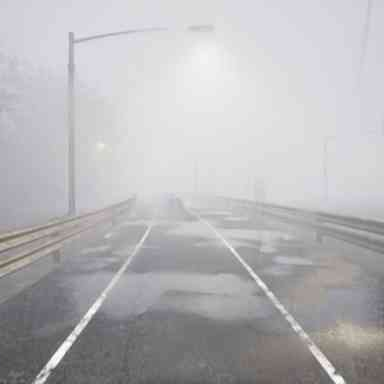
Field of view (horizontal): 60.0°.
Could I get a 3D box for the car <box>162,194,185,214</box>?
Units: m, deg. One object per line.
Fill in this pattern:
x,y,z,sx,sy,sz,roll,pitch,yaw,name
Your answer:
-1.641,1.194,31.031,1.812,1.442,4.674,0,1,-5,car

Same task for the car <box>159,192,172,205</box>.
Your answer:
-3.427,0.863,45.336,2.097,1.767,4.553,0,1,-8,car
